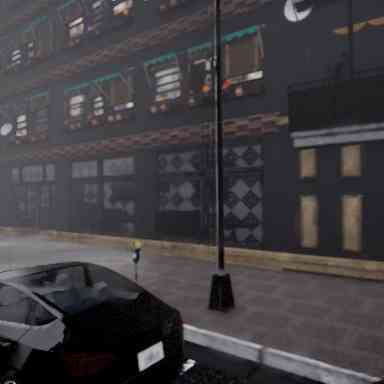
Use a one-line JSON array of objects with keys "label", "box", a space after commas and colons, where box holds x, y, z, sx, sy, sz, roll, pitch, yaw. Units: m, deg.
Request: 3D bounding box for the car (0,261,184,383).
[{"label": "car", "box": [-2.080, 1.609, 4.361, 4.313, 1.339, 1.947, -1, -1, 35]}]

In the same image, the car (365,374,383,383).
[{"label": "car", "box": [2.532, 1.424, 1.073, 4.097, 1.590, 1.967, -1, -1, 35]}]
